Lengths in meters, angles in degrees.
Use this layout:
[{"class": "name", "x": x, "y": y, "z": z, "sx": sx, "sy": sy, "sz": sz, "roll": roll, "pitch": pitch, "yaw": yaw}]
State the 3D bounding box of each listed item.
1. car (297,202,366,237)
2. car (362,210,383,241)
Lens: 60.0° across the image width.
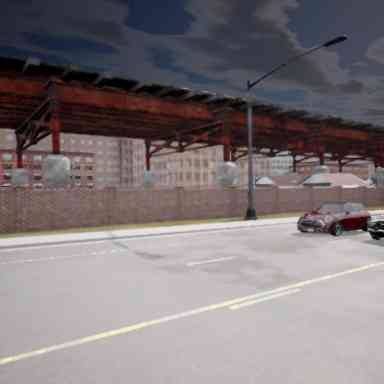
[{"class": "car", "x": 7.825, "y": 1.341, "z": 18.168, "sx": 4.553, "sy": 1.767, "sz": 2.097, "roll": 0, "pitch": 0, "yaw": -35}, {"class": "car", "x": 10.233, "y": 1.589, "z": 15.593, "sx": 4.718, "sy": 1.301, "sz": 1.895, "roll": 0, "pitch": 0, "yaw": -35}]
